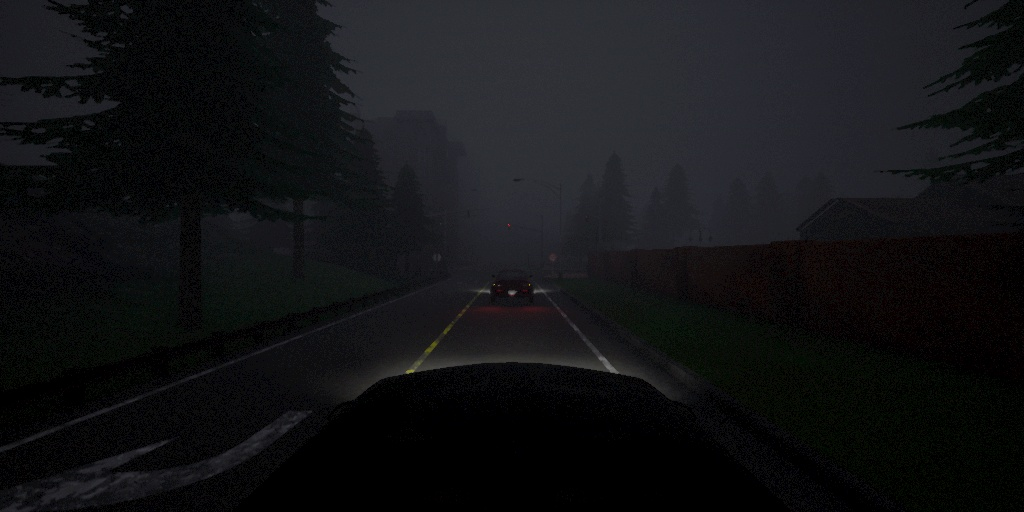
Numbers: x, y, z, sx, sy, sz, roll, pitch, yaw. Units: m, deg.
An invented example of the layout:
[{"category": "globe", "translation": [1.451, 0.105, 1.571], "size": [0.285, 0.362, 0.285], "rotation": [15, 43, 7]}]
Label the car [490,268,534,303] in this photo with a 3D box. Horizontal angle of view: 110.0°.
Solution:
[{"category": "car", "translation": [0.000, 1.281, 16.500], "size": [1.812, 1.442, 4.674], "rotation": [0, 0, 0]}]
